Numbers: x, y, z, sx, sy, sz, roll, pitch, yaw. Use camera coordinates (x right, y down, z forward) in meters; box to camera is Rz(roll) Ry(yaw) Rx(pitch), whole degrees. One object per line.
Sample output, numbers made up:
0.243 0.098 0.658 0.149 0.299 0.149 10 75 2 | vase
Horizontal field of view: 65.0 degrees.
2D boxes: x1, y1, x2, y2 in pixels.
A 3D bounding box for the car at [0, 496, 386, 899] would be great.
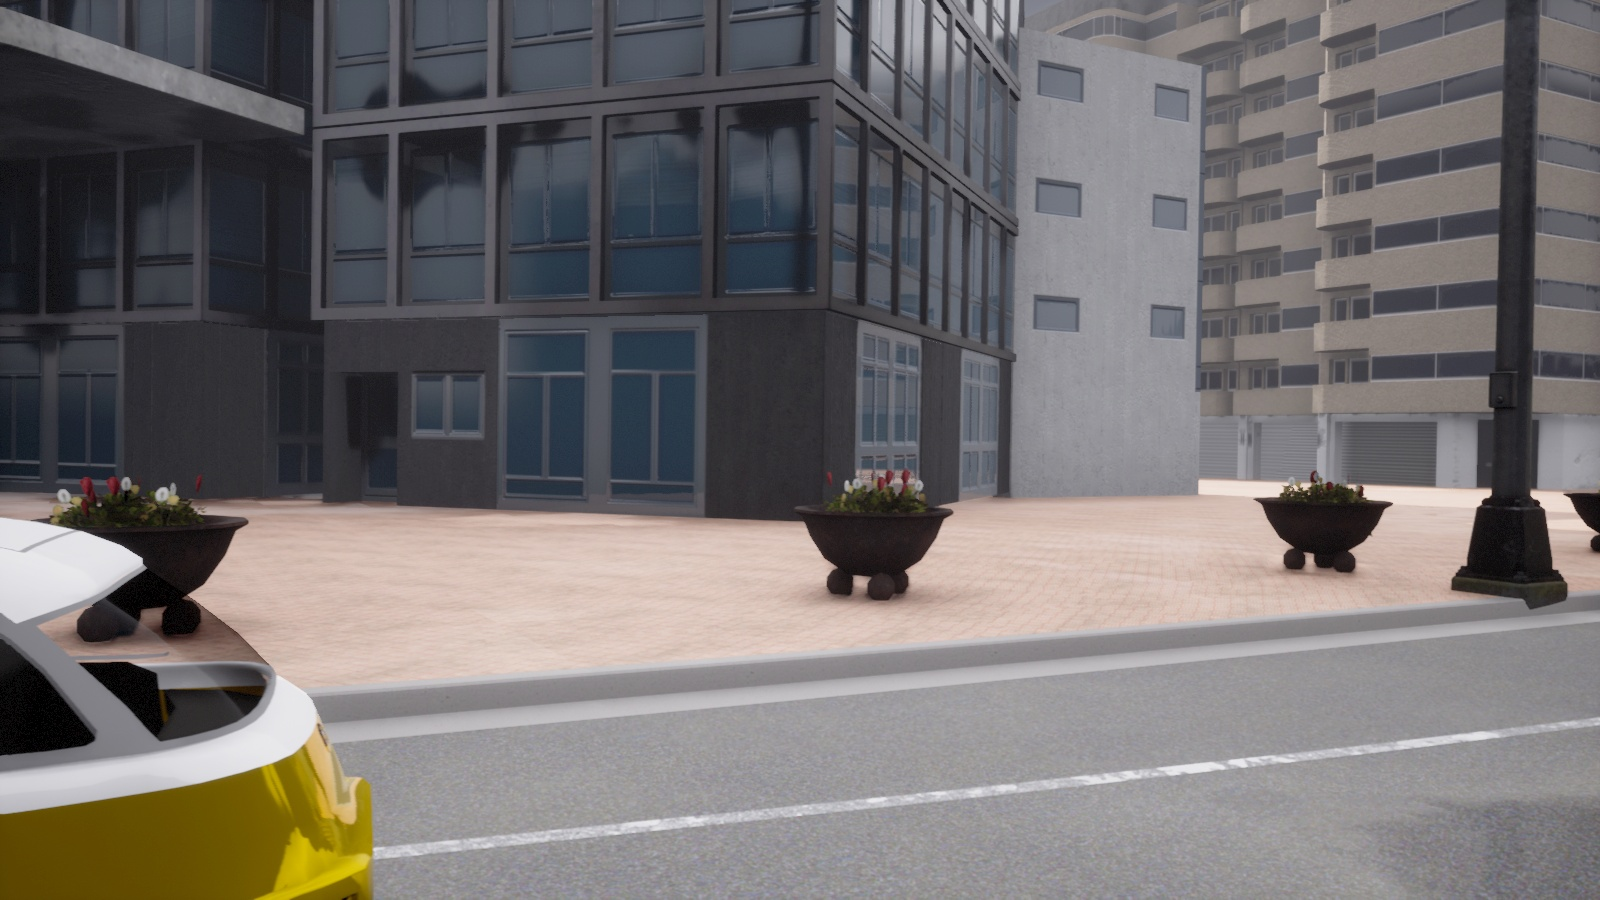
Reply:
-2.008 0.831 2.518 2.207 1.376 1.481 0 1 -19 | car
